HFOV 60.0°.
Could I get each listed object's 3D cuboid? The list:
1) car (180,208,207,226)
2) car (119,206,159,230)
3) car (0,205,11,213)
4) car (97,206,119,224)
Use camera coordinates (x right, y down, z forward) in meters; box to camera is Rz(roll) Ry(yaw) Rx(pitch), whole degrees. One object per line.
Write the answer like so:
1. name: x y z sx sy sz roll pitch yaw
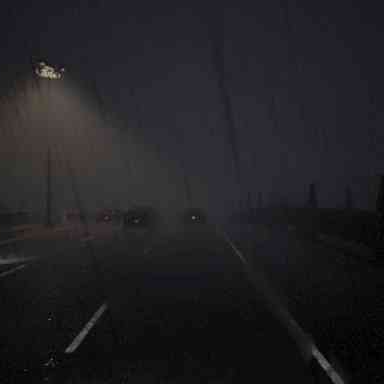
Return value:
1. car: 0.111 1.941 26.271 1.994 1.385 4.181 0 -3 0
2. car: -3.391 1.712 22.848 1.882 1.535 5.008 0 -2 0
3. car: -17.582 1.860 28.739 2.097 1.767 4.553 0 -3 0
4. car: -6.888 2.023 29.186 2.128 1.511 4.902 0 -3 0
